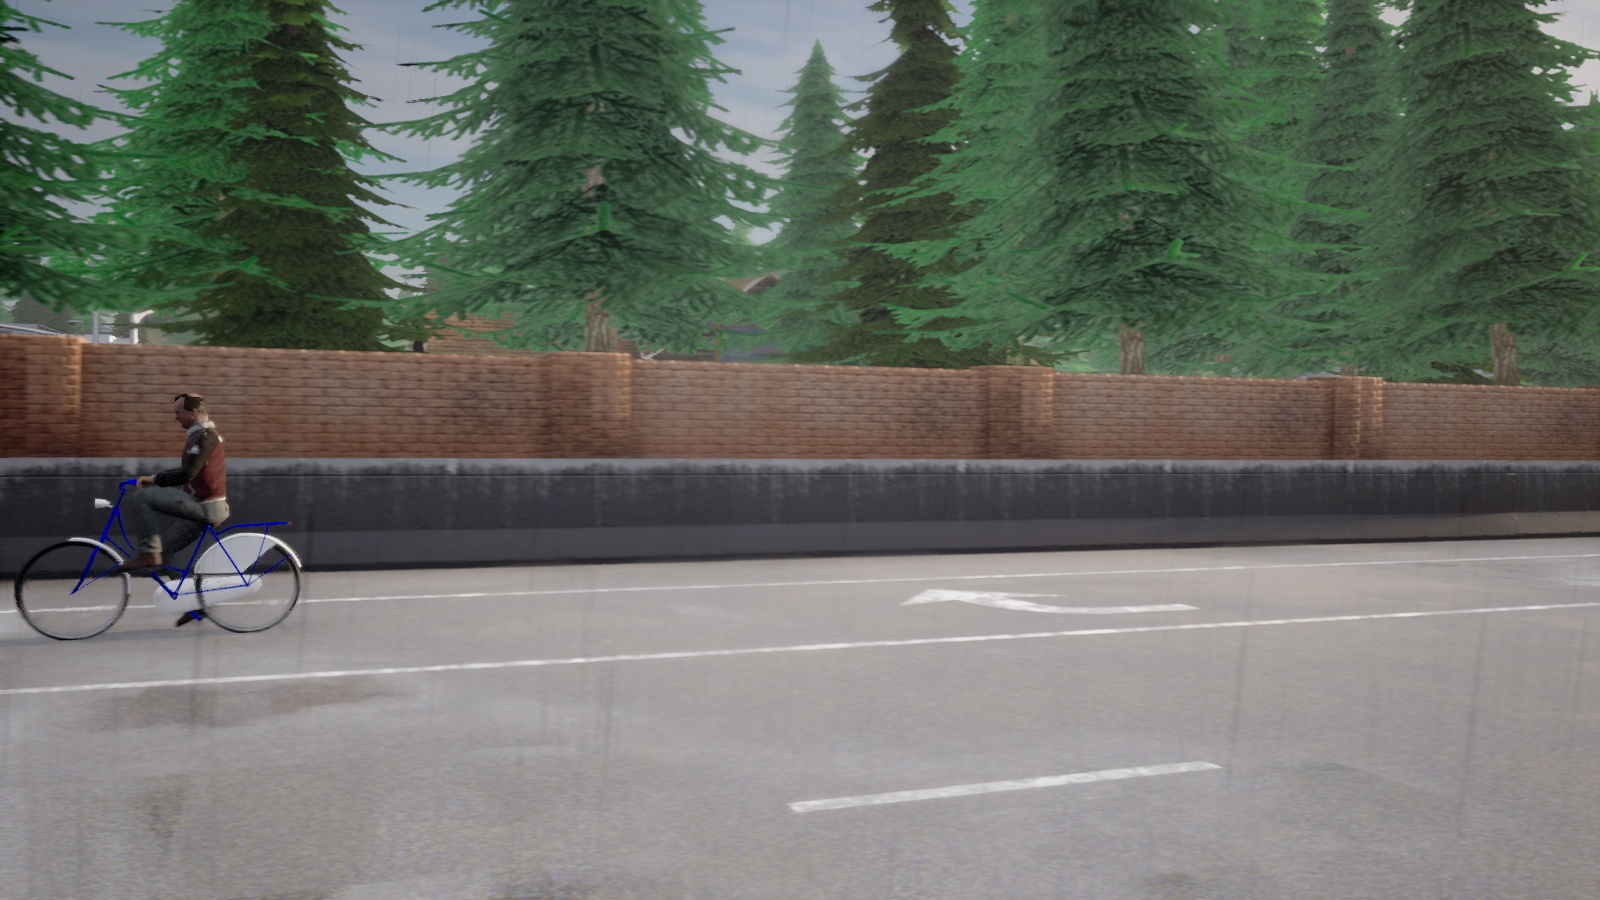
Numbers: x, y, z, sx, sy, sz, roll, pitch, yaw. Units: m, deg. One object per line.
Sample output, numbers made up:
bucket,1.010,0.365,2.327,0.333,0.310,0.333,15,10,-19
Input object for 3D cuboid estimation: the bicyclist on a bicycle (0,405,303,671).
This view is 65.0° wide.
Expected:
bicyclist on a bicycle,-4.565,0.572,8.991,1.843,1.776,0.659,-1,1,-21
